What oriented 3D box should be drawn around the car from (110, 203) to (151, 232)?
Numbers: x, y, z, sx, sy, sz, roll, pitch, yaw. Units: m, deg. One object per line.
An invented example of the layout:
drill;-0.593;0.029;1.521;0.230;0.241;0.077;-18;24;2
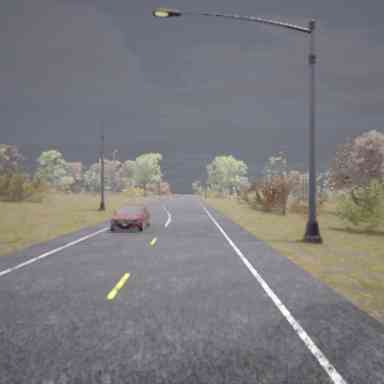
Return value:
car;-3.662;1.487;20.435;1.882;1.535;5.008;0;0;-1
